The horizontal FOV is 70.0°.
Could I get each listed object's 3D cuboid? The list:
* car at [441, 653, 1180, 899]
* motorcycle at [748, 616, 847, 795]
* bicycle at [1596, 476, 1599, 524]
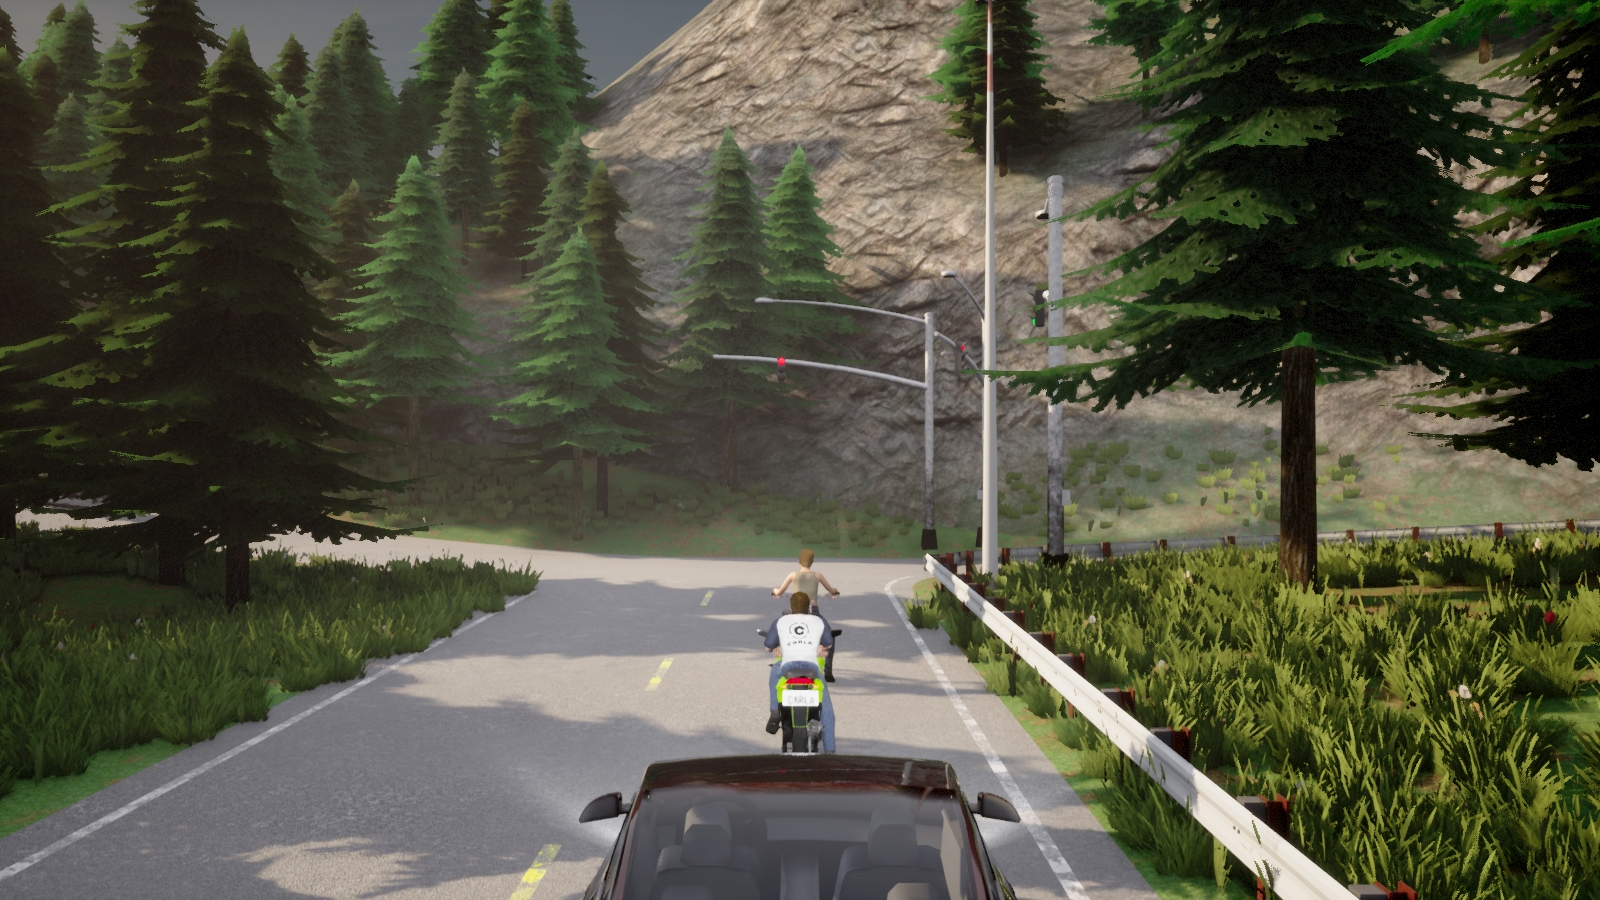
[{"bbox_3d":[0.029,2.062,5.012,2.163,1.488,4.792,0,0,0],"label":"car"},{"bbox_3d":[-0.020,2.212,10.238,0.803,1.145,2.033,0,0,0],"label":"motorcycle"},{"bbox_3d":[21.727,1.354,29.474,1.835,1.471,0.329,-5,-2,26],"label":"bicycle"}]
